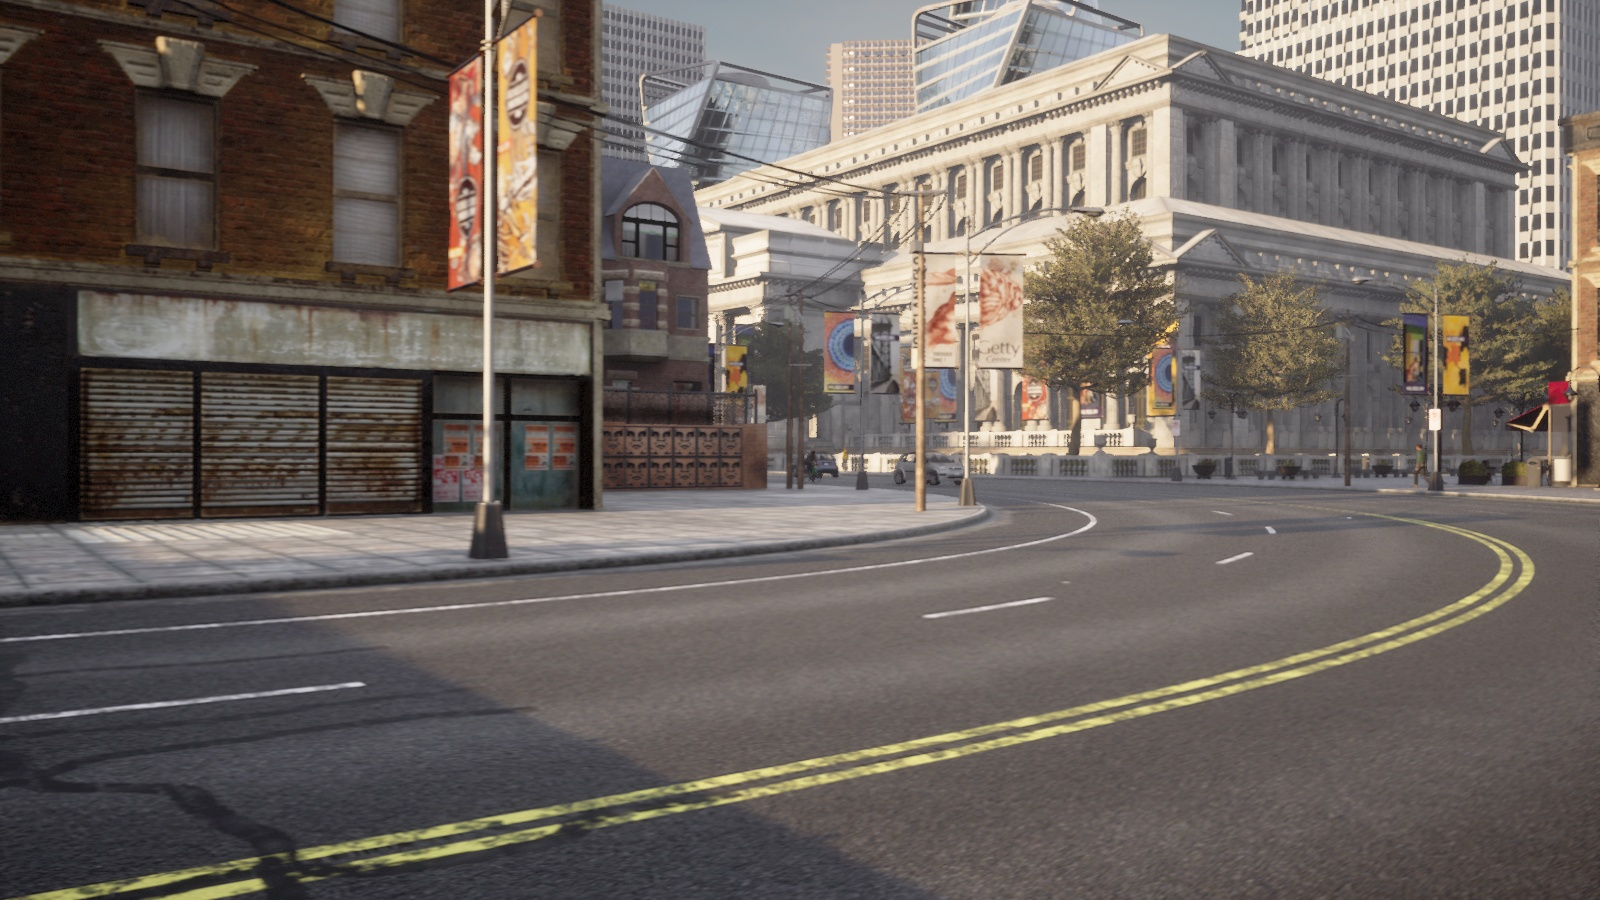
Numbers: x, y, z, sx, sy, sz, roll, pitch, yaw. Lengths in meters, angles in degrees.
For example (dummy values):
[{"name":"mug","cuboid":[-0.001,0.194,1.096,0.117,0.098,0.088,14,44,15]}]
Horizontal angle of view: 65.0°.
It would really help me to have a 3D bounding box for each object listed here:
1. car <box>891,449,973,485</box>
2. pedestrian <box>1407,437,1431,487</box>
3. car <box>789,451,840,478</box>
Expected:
[{"name":"car","cuboid":[6.179,0.788,59.175,1.851,1.617,3.988,0,0,-31]},{"name":"pedestrian","cuboid":[24.725,0.480,50.155,0.423,1.949,0.788,0,0,-18]},{"name":"car","cuboid":[0.863,0.849,77.438,1.851,1.617,3.988,0,0,-21]}]
